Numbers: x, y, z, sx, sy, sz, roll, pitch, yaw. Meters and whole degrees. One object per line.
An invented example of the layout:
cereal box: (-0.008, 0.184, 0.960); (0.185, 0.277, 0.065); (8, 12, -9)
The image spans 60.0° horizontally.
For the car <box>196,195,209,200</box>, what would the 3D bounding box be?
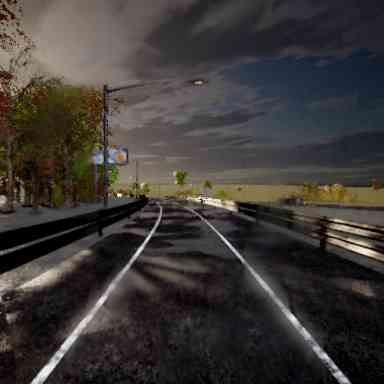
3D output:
car: (2.599, 1.451, 82.535); (1.994, 1.385, 4.181); (0, 0, -23)

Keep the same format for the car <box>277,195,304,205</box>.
car: (15.282, 1.280, 52.007); (2.128, 1.511, 4.902); (0, 0, -23)
